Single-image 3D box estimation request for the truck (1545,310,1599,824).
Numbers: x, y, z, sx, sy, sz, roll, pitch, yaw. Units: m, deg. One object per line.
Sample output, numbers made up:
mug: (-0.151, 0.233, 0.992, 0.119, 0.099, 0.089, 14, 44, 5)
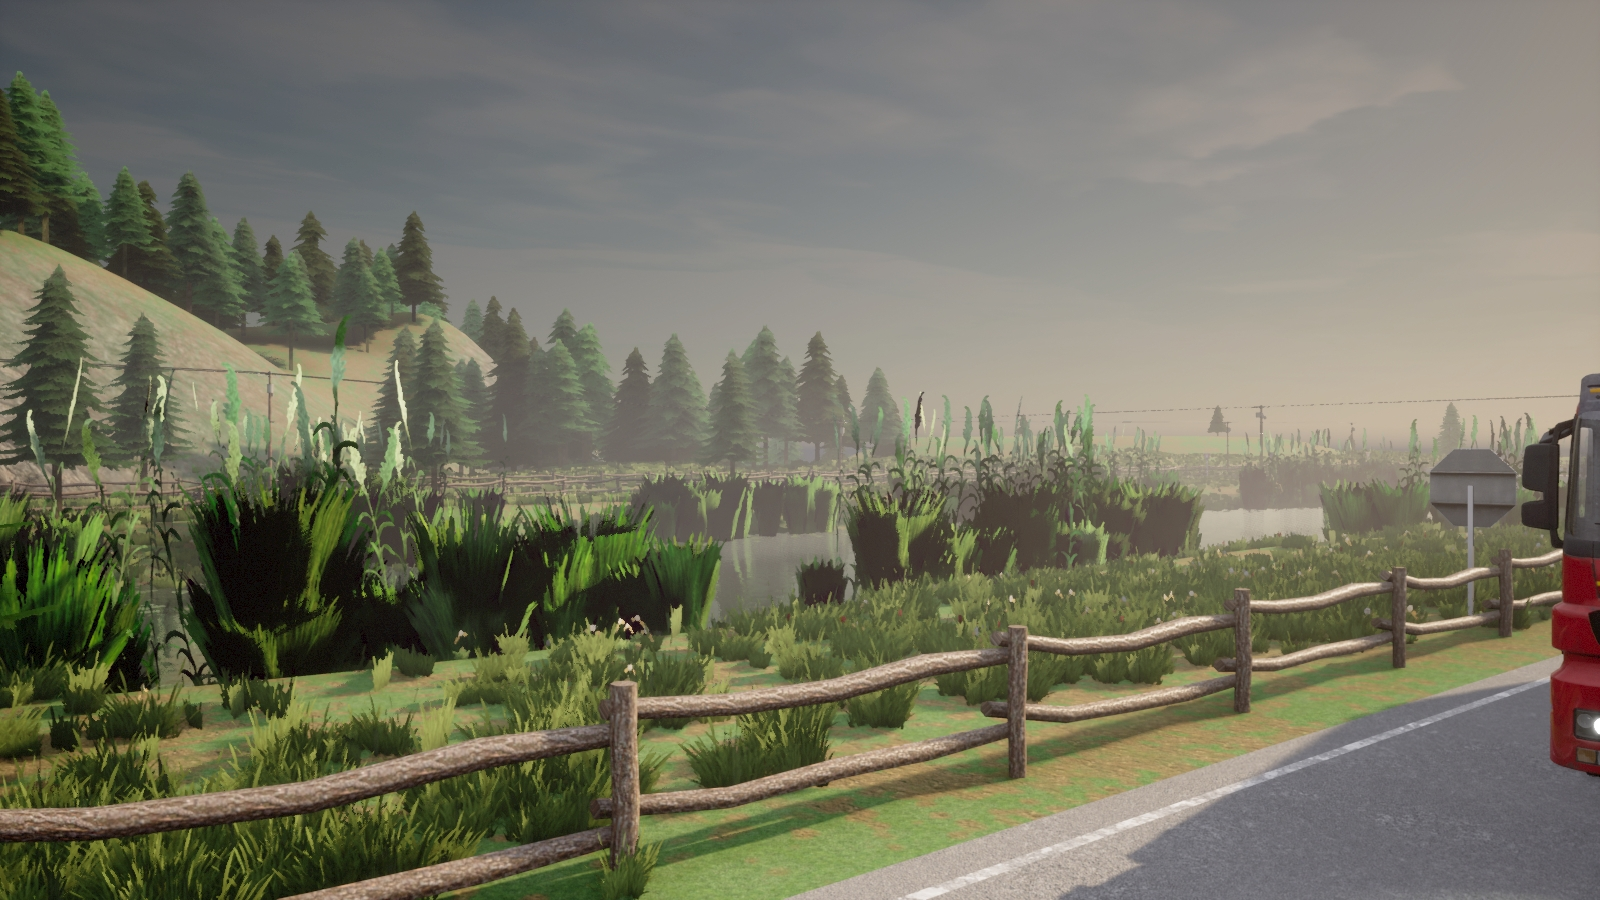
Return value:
truck: (9.569, 0.862, 10.970, 2.891, 3.827, 8.468, 0, 0, 41)
